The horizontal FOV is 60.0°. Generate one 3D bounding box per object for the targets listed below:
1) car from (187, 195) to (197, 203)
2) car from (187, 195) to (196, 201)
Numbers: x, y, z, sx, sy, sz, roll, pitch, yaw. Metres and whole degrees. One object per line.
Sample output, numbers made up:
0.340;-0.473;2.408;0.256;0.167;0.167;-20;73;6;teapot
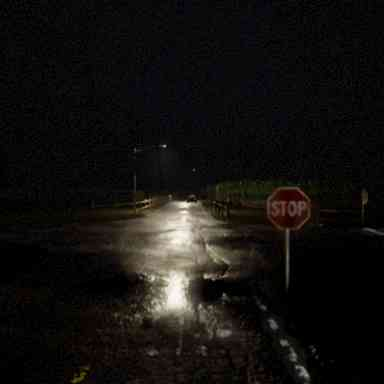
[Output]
-0.011;1.548;65.989;1.895;1.301;4.718;0;0;0;car
-0.012;1.316;75.963;1.994;1.385;4.181;0;0;0;car
